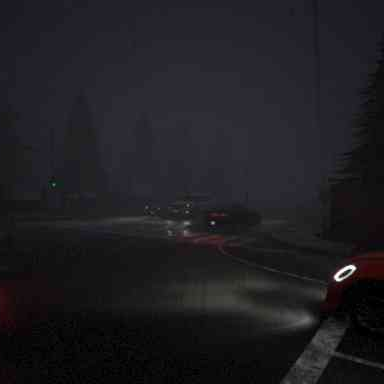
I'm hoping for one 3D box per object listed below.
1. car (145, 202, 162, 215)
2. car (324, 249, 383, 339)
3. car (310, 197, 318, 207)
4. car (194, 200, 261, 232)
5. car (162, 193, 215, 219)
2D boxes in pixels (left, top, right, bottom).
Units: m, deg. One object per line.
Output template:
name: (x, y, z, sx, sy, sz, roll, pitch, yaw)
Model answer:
car: (-2.282, 1.521, 31.456, 1.895, 1.301, 4.718, 0, 0, 35)
car: (4.512, 1.355, 5.073, 4.553, 1.767, 2.097, 0, 0, 35)
car: (18.911, 1.495, 48.975, 2.033, 1.411, 5.357, 0, 0, 34)
car: (2.537, 1.454, 19.971, 2.128, 1.511, 4.902, 0, 0, 35)
car: (0.144, 1.155, 28.906, 2.150, 2.045, 5.566, 0, 0, 32)
